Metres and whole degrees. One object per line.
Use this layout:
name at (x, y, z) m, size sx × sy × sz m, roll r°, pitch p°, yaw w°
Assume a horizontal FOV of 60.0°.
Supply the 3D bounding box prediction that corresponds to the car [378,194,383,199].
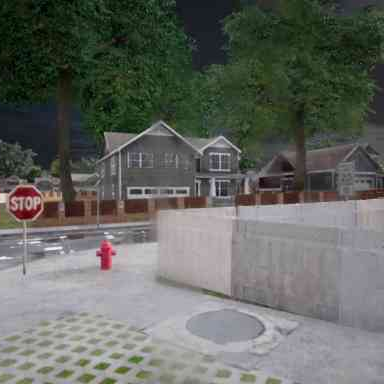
car at (13.928, 0.581, 21.092) m, size 4.553 × 1.767 × 2.097 m, roll -2°, pitch 0°, yaw -24°
